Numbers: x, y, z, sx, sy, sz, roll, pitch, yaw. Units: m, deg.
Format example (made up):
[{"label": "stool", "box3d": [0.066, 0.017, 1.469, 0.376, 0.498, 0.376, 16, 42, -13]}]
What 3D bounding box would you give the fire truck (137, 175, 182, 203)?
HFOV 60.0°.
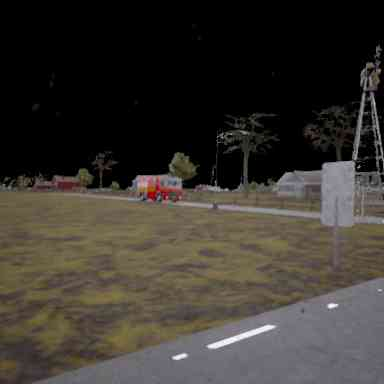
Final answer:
[{"label": "fire truck", "box3d": [-4.806, -0.509, 47.745, 2.891, 3.827, 8.468, 2, 0, -35]}]
